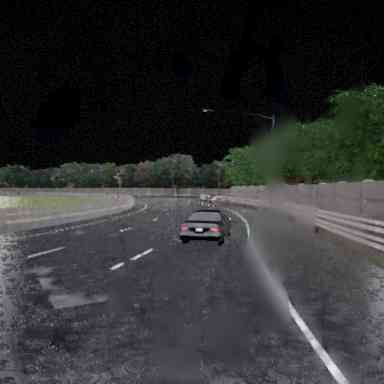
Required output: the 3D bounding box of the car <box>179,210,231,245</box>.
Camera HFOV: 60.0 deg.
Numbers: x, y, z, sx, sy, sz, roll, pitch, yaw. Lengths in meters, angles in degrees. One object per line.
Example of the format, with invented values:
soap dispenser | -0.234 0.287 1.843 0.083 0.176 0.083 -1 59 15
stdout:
car | 0.746 1.528 15.489 2.033 1.411 5.357 0 0 11
